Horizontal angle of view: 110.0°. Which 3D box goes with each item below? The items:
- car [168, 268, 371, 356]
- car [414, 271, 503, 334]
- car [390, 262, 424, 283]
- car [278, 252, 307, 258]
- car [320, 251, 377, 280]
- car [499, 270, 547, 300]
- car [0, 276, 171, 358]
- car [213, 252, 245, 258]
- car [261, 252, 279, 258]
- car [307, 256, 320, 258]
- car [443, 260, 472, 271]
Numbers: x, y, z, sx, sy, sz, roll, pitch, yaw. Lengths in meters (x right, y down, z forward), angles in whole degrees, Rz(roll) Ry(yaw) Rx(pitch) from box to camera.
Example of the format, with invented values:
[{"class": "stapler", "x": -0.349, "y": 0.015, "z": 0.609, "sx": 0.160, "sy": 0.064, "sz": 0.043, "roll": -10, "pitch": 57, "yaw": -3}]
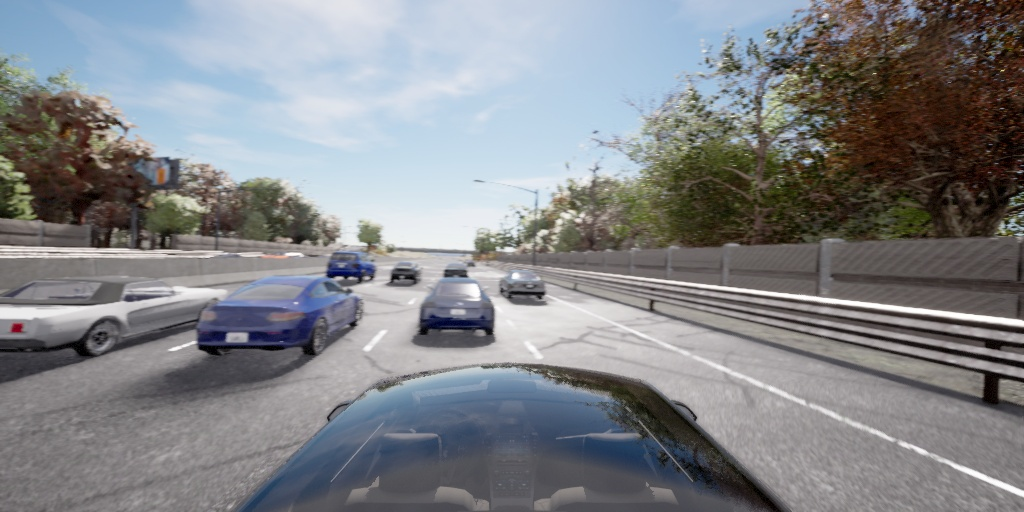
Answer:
[{"class": "car", "x": -4.726, "y": 1.136, "z": 7.980, "sx": 1.812, "sy": 1.442, "sz": 4.674, "roll": 2, "pitch": -1, "yaw": -9}, {"class": "car", "x": -1.614, "y": 1.327, "z": 10.651, "sx": 1.994, "sy": 1.385, "sz": 4.181, "roll": 2, "pitch": -1, "yaw": -9}, {"class": "car", "x": -7.613, "y": 1.160, "z": 26.036, "sx": 1.837, "sy": 1.490, "sz": 4.892, "roll": 2, "pitch": -1, "yaw": -9}, {"class": "car", "x": -29.137, "y": 0.532, "z": 48.960, "sx": 2.033, "sy": 1.411, "sz": 5.357, "roll": 2, "pitch": -1, "yaw": -8}, {"class": "car", "x": -10.944, "y": 0.728, "z": 24.773, "sx": 2.150, "sy": 2.045, "sz": 5.566, "roll": 2, "pitch": -1, "yaw": -9}, {"class": "car", "x": 0.439, "y": 1.473, "z": 19.276, "sx": 2.033, "sy": 1.411, "sz": 5.357, "roll": 2, "pitch": -1, "yaw": -9}, {"class": "car", "x": -8.181, "y": 1.064, "z": 7.418, "sx": 1.895, "sy": 1.301, "sz": 4.718, "roll": 2, "pitch": -1, "yaw": -9}, {"class": "car", "x": -35.640, "y": 0.245, "z": 45.304, "sx": 1.994, "sy": 1.385, "sz": 4.181, "roll": 2, "pitch": -1, "yaw": -9}, {"class": "car", "x": -32.787, "y": 0.194, "z": 49.712, "sx": 2.097, "sy": 1.767, "sz": 4.553, "roll": 2, "pitch": -1, "yaw": -9}, {"class": "car", "x": -25.652, "y": 0.678, "z": 49.275, "sx": 2.033, "sy": 1.411, "sz": 5.357, "roll": 2, "pitch": -1, "yaw": -8}, {"class": "car", "x": -4.409, "y": 1.285, "z": 28.151, "sx": 1.882, "sy": 1.535, "sz": 5.008, "roll": 2, "pitch": -1, "yaw": -9}]
